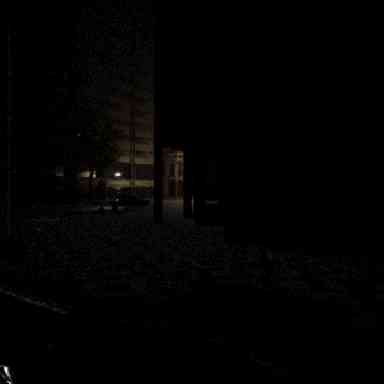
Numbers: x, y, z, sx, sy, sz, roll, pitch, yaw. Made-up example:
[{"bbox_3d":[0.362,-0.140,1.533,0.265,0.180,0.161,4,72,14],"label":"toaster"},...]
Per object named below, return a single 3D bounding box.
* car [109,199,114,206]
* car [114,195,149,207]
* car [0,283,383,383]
[{"bbox_3d":[-10.465,1.220,50.689,2.097,1.767,4.553,0,0,36],"label":"car"},{"bbox_3d":[-8.446,1.489,47.945,1.895,1.301,4.718,0,0,36],"label":"car"},{"bbox_3d":[-0.073,1.565,3.011,4.313,1.339,1.947,0,0,35],"label":"car"}]
